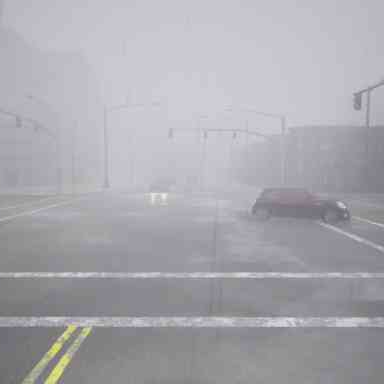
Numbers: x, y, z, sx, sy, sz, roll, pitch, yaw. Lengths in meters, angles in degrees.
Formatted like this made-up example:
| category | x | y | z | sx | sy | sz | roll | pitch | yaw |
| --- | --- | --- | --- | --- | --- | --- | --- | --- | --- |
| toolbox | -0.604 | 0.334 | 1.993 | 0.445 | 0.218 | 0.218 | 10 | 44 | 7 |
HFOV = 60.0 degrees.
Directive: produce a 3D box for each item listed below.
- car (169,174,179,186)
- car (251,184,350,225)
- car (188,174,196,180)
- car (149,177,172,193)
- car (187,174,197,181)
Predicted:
| category | x | y | z | sx | sy | sz | roll | pitch | yaw |
| --- | --- | --- | --- | --- | --- | --- | --- | --- | --- |
| car | -3.588 | -1.676 | 51.792 | 1.994 | 1.385 | 4.181 | 0 | 4 | 0 |
| car | 5.316 | 0.507 | 16.472 | 4.553 | 1.767 | 2.097 | 2 | 4 | 23 |
| car | 0.007 | -3.722 | 80.758 | 2.033 | 1.411 | 5.357 | 0 | 4 | 0 |
| car | -3.591 | -0.667 | 36.890 | 1.994 | 1.385 | 4.181 | 0 | 4 | 0 |
| car | 0.006 | -2.993 | 70.931 | 1.994 | 1.385 | 4.181 | 0 | 4 | 0 |
